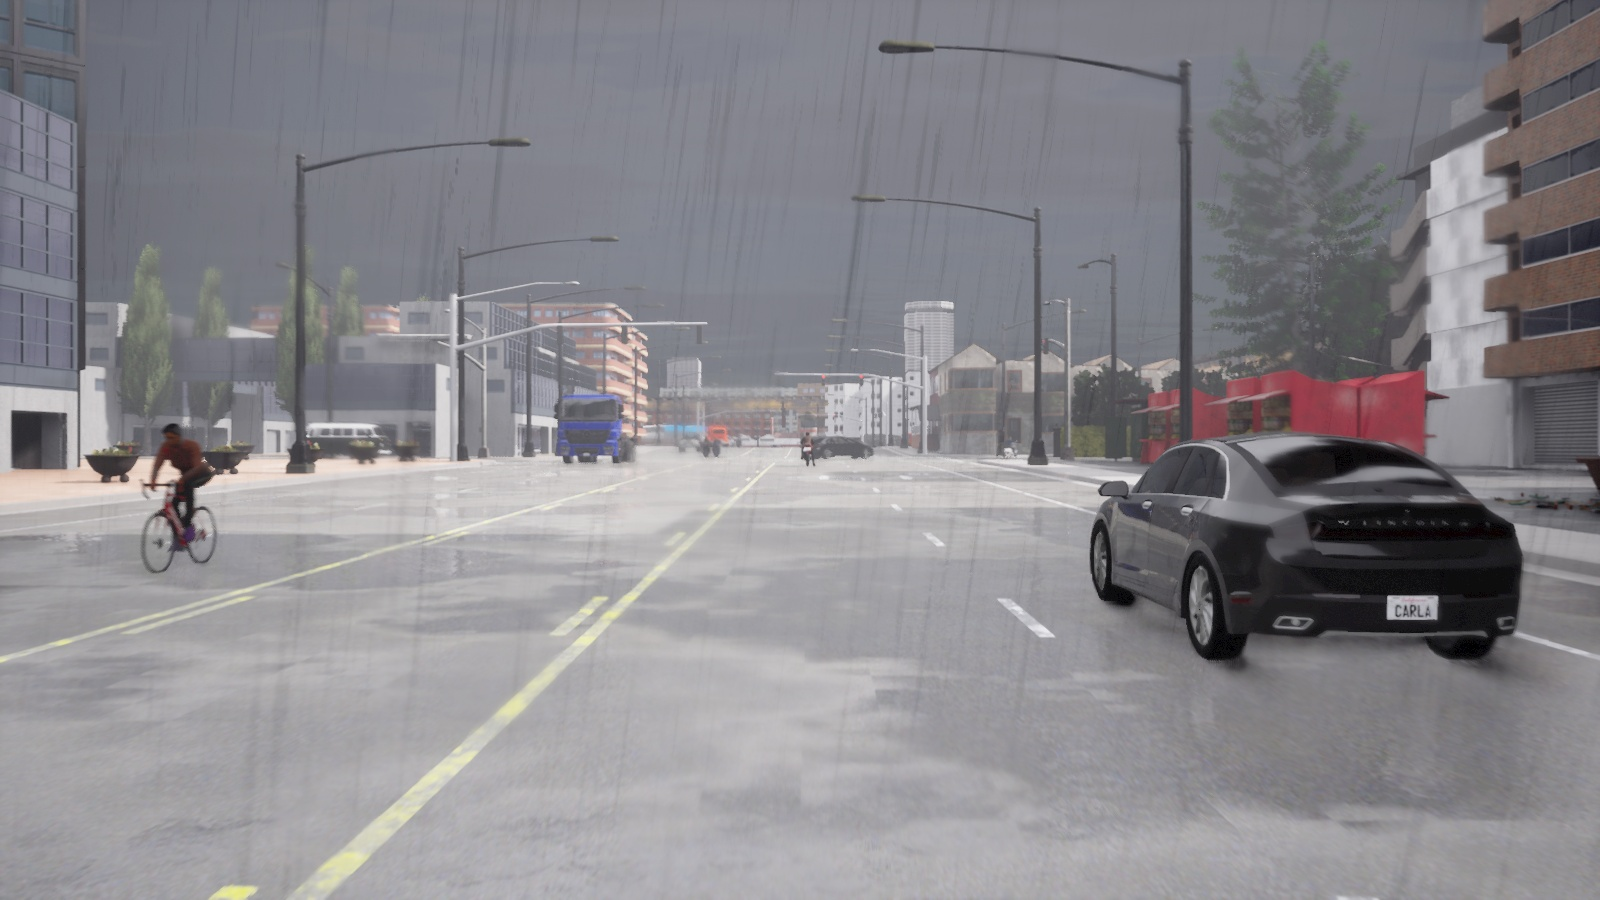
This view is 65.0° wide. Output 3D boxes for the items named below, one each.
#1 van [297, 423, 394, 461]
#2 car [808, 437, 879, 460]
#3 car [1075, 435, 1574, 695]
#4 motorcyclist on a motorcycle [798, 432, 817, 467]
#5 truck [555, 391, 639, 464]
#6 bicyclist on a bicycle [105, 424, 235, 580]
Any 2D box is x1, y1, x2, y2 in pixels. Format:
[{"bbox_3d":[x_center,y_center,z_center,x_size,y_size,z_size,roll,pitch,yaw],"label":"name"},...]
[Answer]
[{"bbox_3d":[-24.546,-0.411,67.949,4.480,2.038,2.069,0,0,1],"label":"van"},{"bbox_3d":[2.790,-0.104,80.757,4.193,1.474,1.816,0,0,-24],"label":"car"},{"bbox_3d":[3.572,0.641,9.728,1.837,1.490,4.892,0,1,0],"label":"car"},{"bbox_3d":[0.335,-0.026,55.175,0.797,1.523,2.044,0,1,0],"label":"motorcyclist on a motorcycle"},{"bbox_3d":[-10.116,-1.066,63.437,2.891,3.462,7.936,0,0,0],"label":"truck"},{"bbox_3d":[-6.905,0.520,13.846,0.582,1.620,1.656,0,1,0],"label":"bicyclist on a bicycle"}]
